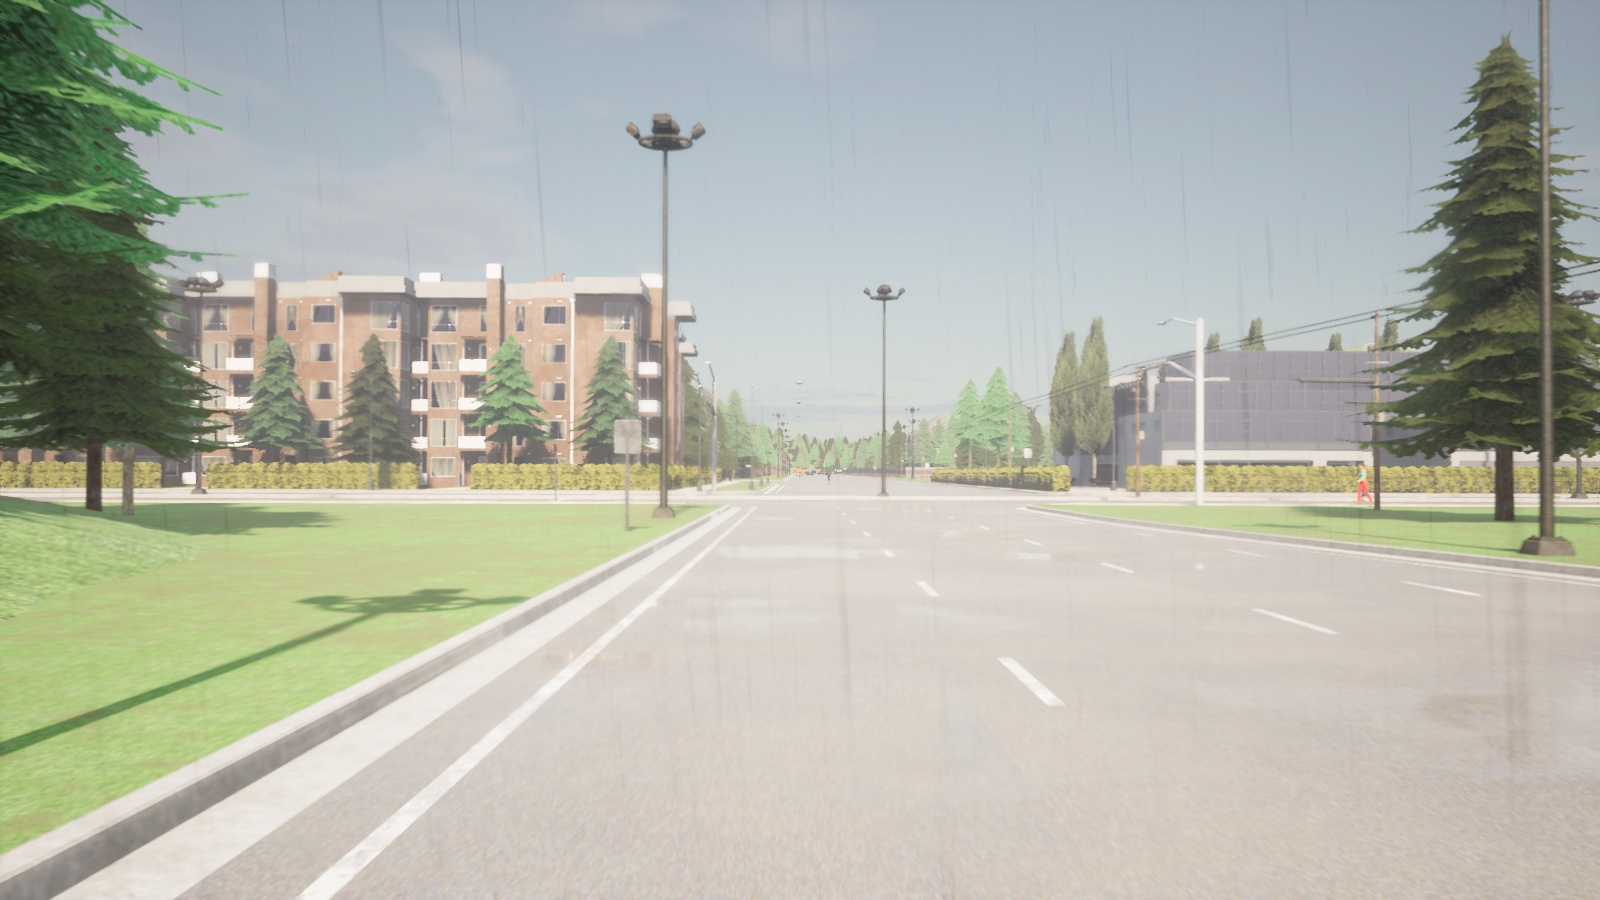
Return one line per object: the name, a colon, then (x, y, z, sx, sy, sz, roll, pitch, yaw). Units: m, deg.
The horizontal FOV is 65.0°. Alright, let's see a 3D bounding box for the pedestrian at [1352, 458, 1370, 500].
pedestrian: (24.357, 1.268, 54.524, 0.594, 1.836, 0.345, 0, -1, 0)
